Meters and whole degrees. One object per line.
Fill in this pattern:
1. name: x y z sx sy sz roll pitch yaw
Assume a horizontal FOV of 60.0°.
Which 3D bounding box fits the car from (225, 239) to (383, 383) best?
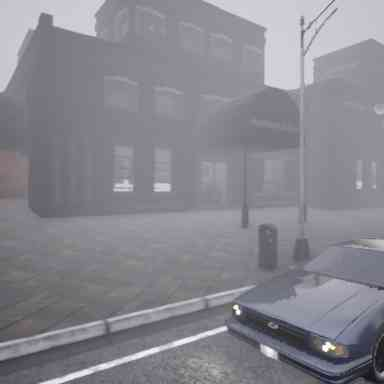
1. car: 3.096 1.551 5.582 5.357 1.411 2.033 0 0 -36
